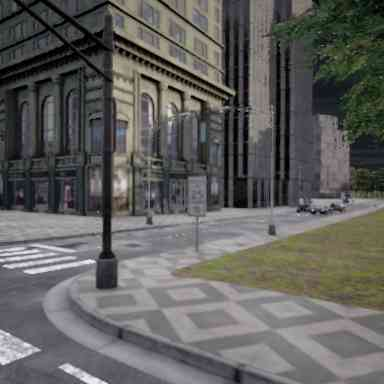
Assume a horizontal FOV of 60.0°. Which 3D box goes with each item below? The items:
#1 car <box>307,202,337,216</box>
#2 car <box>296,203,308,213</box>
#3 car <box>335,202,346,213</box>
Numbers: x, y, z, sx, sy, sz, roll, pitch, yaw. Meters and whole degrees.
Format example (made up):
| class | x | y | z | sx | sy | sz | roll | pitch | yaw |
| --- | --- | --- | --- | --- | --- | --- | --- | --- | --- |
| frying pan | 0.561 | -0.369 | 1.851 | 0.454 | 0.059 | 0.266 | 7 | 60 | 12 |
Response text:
| class | x | y | z | sx | sy | sz | roll | pitch | yaw |
| --- | --- | --- | --- | --- | --- | --- | --- | --- | --- |
| car | 16.747 | 2.337 | 42.698 | 1.895 | 1.301 | 4.718 | 1 | 0 | 35 |
| car | 16.444 | 2.323 | 47.707 | 1.994 | 1.385 | 4.181 | 1 | 0 | 34 |
| car | 22.190 | 2.348 | 50.845 | 1.837 | 1.490 | 4.892 | 1 | 0 | 34 |
